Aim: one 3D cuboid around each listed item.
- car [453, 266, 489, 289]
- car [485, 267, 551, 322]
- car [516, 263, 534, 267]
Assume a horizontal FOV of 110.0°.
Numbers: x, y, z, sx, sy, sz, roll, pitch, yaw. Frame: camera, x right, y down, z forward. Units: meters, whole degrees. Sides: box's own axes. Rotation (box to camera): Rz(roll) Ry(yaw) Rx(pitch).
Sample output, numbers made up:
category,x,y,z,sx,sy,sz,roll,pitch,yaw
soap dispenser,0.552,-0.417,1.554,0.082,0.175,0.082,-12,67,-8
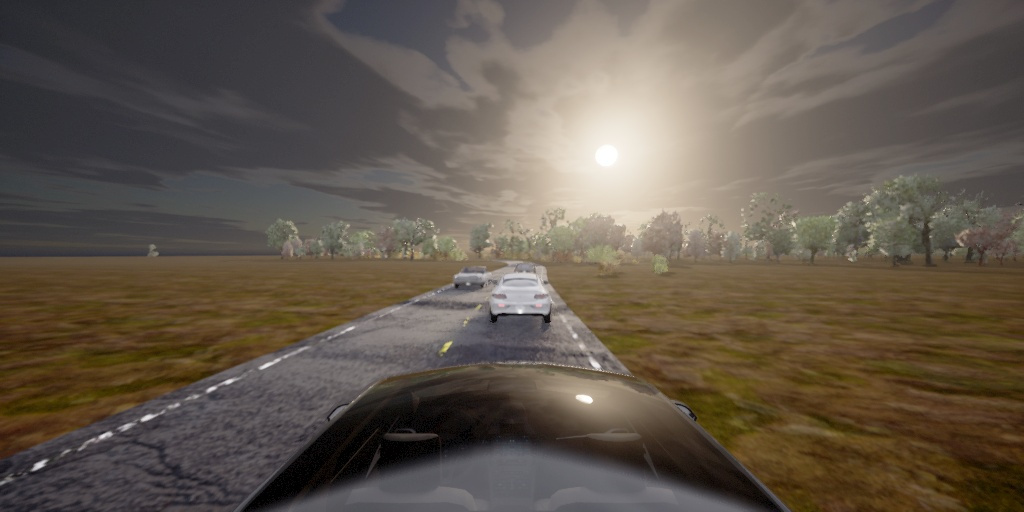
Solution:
category,x,y,z,sx,sy,sz,roll,pitch,yaw
car,-2.477,1.335,23.240,1.895,1.301,4.718,0,0,3
car,0.284,1.270,12.170,1.812,1.442,4.674,0,0,1
car,1.128,1.280,30.136,2.033,1.411,5.357,0,0,4
